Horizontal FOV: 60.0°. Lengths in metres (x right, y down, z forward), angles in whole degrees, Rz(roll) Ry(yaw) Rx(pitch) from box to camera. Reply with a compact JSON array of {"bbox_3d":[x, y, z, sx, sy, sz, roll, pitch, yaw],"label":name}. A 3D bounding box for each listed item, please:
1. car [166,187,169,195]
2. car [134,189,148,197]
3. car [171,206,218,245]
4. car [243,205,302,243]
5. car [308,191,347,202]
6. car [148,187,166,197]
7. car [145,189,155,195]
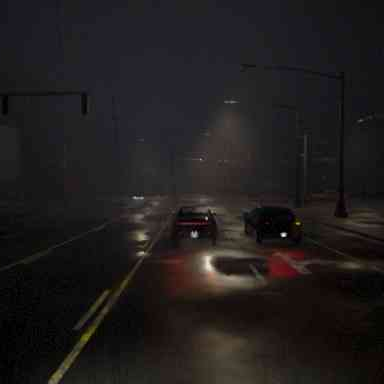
[{"bbox_3d":[-6.980,-0.241,82.932,2.150,2.045,5.566,0,1,0],"label":"car"},{"bbox_3d":[-10.487,0.248,67.160,2.128,1.511,4.902,0,1,0],"label":"car"},{"bbox_3d":[0.095,1.377,14.925,2.128,1.511,4.902,0,1,0],"label":"car"},{"bbox_3d":[3.599,1.387,15.443,1.837,1.490,4.892,0,1,0],"label":"car"},{"bbox_3d":[18.764,0.597,46.170,5.008,1.535,1.882,0,2,1],"label":"car"},{"bbox_3d":[-6.985,-0.040,67.097,2.150,2.045,5.566,0,1,0],"label":"car"},{"bbox_3d":[-10.480,0.063,82.617,1.812,1.442,4.674,0,1,0],"label":"car"}]
